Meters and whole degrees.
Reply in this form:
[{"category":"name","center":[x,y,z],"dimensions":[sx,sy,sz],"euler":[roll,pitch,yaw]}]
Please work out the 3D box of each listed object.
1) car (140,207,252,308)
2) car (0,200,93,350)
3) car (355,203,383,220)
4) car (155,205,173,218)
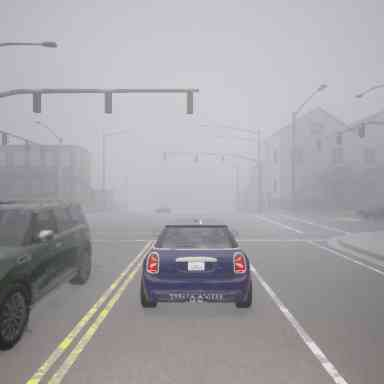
[{"category":"car","center":[0.091,1.352,8.092],"dimensions":[2.097,1.767,4.553],"euler":[0,0,0]},{"category":"car","center":[-3.638,1.221,6.551],"dimensions":[2.150,2.045,5.566],"euler":[0,0,-1]},{"category":"car","center":[16.624,1.547,27.680],"dimensions":[5.357,1.411,2.033],"euler":[0,0,-1]},{"category":"car","center":[-3.564,2.570,42.575],"dimensions":[1.895,1.301,4.718],"euler":[0,-8,0]}]
